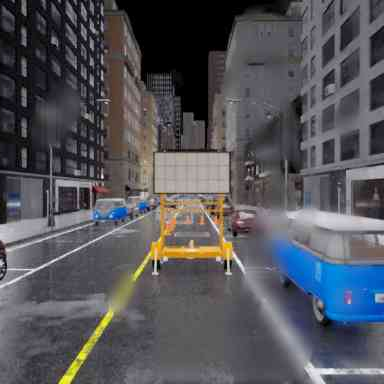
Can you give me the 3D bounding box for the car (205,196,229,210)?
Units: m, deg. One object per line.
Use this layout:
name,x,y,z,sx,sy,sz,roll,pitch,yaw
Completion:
car,2.849,1.314,34.301,2.192,1.841,5.009,0,0,0

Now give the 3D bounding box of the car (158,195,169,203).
car,-5.683,1.450,67.308,1.967,1.590,4.097,0,0,0

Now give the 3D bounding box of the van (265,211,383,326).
van,2.855,1.340,6.794,1.690,1.788,3.998,0,0,0

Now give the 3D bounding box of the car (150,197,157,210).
car,-5.677,1.566,39.801,1.947,1.339,4.313,0,0,0

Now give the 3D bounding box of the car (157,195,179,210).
car,-3.008,1.526,42.665,1.812,1.442,4.674,0,0,0

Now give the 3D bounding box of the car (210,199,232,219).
car,2.851,1.581,28.799,1.802,1.307,4.206,0,0,0

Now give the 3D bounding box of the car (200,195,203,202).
car,2.845,1.556,56.307,2.008,1.369,4.403,0,0,0

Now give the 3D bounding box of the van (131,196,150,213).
van,-5.676,1.340,34.299,1.690,1.788,3.998,0,0,0

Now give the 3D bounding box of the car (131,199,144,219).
car,-5.674,1.550,28.798,2.008,1.369,4.403,0,0,0

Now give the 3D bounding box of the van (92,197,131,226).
van,-5.674,1.340,23.298,1.690,1.788,3.998,0,0,0

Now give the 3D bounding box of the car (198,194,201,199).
car,2.843,1.576,67.309,1.947,1.339,4.313,0,0,0

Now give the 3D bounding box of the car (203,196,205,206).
car,2.848,1.442,45.304,1.967,1.590,4.097,0,0,0

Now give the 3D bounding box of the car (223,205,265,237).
car,2.853,1.581,17.797,1.802,1.307,4.206,0,0,0

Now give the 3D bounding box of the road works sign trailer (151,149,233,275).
road works sign trailer,-0.001,0.464,10.472,2.380,3.560,2.880,0,0,0

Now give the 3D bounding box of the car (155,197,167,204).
car,-5.682,1.589,61.806,1.802,1.307,4.206,0,0,0

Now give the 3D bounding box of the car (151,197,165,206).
car,-5.680,1.571,56.305,1.947,1.339,4.313,0,0,0

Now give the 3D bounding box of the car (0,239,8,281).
car,-5.670,1.440,6.793,1.967,1.590,4.097,0,0,0
